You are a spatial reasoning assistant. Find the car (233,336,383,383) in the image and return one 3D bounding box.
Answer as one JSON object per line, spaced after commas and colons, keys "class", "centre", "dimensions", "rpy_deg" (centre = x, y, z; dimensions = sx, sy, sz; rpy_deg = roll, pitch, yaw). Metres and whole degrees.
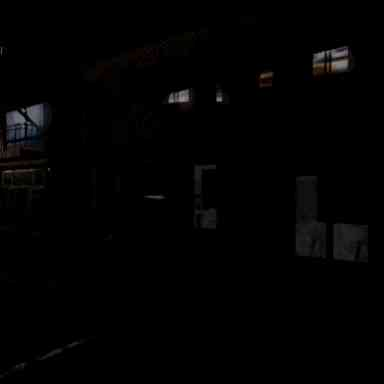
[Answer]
{"class": "car", "centre": [1.913, 1.441, 1.510], "dimensions": [4.097, 1.590, 1.967], "rpy_deg": [0, 0, 35]}
